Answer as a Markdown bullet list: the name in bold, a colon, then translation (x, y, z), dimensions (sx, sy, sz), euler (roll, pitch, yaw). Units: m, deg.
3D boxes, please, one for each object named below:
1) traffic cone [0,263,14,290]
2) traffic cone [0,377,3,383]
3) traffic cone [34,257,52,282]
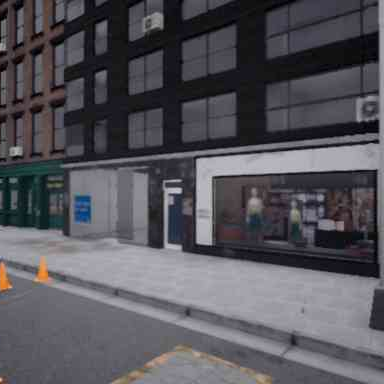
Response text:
- **traffic cone**: translation (-4.514, 2.003, 7.952), dimensions (0.340, 0.580, 0.340), euler (0, -1, 37)
- **traffic cone**: translation (-2.495, 1.980, 3.962), dimensions (0.340, 0.580, 0.340), euler (0, -1, 37)
- **traffic cone**: translation (-3.918, 2.014, 8.755), dimensions (0.340, 0.580, 0.340), euler (0, -1, 37)
